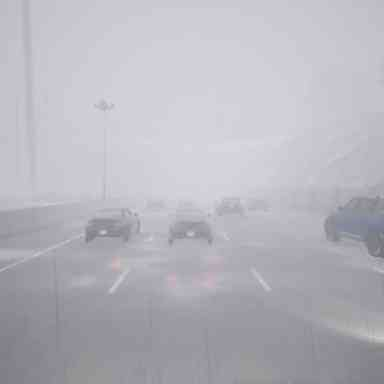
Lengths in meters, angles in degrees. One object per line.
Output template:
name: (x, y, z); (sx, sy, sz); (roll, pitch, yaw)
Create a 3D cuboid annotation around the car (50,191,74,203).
car: (-22.202, 0.911, 57.533); (2.097, 1.767, 4.553); (0, 0, -1)

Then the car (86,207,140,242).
car: (-3.583, 1.406, 15.523); (1.812, 1.442, 4.674); (0, 1, -1)

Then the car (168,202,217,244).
car: (-0.084, 1.409, 15.043); (1.812, 1.442, 4.674); (0, 1, -1)

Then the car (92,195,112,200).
car: (-15.198, 1.160, 57.475); (1.895, 1.301, 4.718); (0, 0, -1)

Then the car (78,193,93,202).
car: (-18.736, 1.030, 59.343); (1.837, 1.490, 4.892); (0, 0, -1)

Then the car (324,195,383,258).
car: (6.989, 1.127, 12.419); (2.150, 2.045, 5.566); (0, 1, -1)

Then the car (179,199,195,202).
car: (-0.499, 1.343, 33.492); (1.895, 1.301, 4.718); (0, 0, -1)

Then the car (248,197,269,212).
car: (6.492, 1.245, 34.038); (1.837, 1.490, 4.892); (0, 1, -1)

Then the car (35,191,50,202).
car: (-25.722, 0.764, 59.113); (2.150, 2.045, 5.566); (0, 0, -1)

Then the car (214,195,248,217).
car: (3.117, 1.131, 28.608); (2.097, 1.767, 4.553); (0, 0, -1)

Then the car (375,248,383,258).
car: (3.587, 1.532, 1.907); (2.033, 1.411, 5.357); (0, 0, 0)

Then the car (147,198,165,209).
car: (-4.128, 1.301, 38.986); (1.895, 1.301, 4.718); (0, 0, -1)
